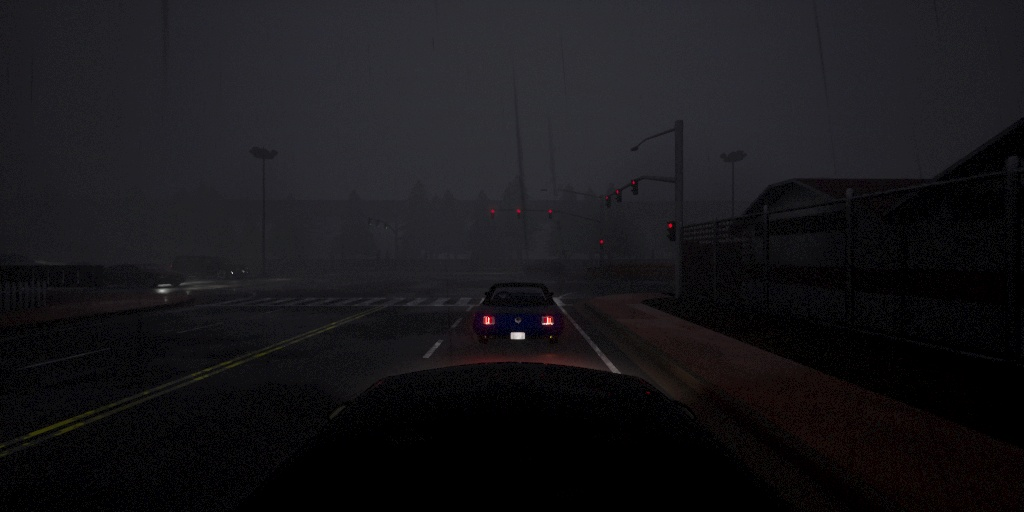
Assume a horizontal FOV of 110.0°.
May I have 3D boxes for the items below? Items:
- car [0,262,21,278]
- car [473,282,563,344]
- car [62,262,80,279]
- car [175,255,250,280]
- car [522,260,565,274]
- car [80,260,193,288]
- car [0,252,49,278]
[{"bbox_3d":[-35.208,1.223,23.023,4.181,1.385,1.994,2,0,-1],"label":"car"},{"bbox_3d":[0.189,1.351,9.579,1.895,1.301,4.718,0,0,2],"label":"car"},{"bbox_3d":[-35.123,1.190,30.029,4.674,1.442,1.812,2,0,-1],"label":"car"},{"bbox_3d":[-25.400,0.965,30.188,5.566,2.045,2.150,0,0,-1],"label":"car"},{"bbox_3d":[3.620,1.243,41.390,4.902,1.511,2.128,0,0,-1],"label":"car"},{"bbox_3d":[-24.161,1.226,23.207,5.008,1.535,1.882,0,0,-1],"label":"car"},{"bbox_3d":[-37.708,0.797,26.484,5.566,2.045,2.150,3,0,-1],"label":"car"}]
